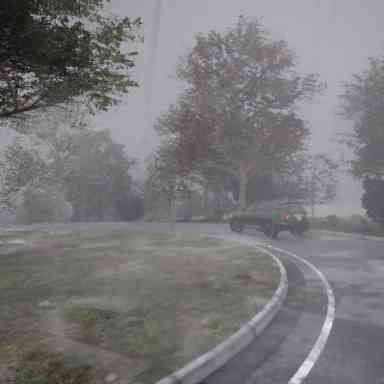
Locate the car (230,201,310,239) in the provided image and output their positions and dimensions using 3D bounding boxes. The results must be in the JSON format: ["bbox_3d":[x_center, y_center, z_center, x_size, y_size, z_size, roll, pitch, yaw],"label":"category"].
[{"bbox_3d":[4.502,1.568,20.112,2.150,2.045,5.566,0,-2,-27],"label":"car"}]
